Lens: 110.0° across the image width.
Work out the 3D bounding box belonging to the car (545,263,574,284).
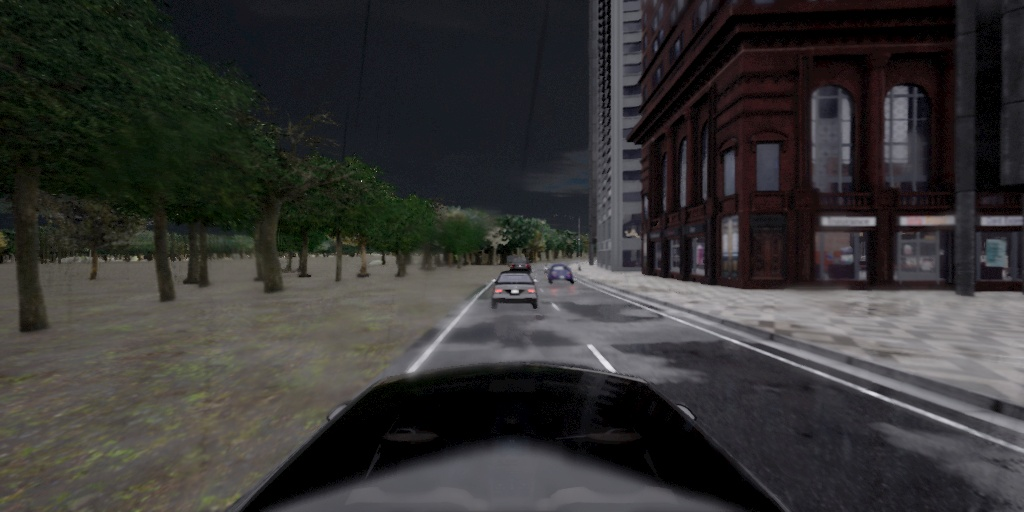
[{"bbox_3d":[3.829,1.390,28.749,1.812,1.442,4.674,0,0,3],"label":"car"}]

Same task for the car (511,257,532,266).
[{"bbox_3d":[1.028,1.140,39.657,2.150,2.045,5.566,0,0,4],"label":"car"}]

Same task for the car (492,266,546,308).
[{"bbox_3d":[0.119,1.340,15.494,2.033,1.411,5.357,0,0,0],"label":"car"}]
